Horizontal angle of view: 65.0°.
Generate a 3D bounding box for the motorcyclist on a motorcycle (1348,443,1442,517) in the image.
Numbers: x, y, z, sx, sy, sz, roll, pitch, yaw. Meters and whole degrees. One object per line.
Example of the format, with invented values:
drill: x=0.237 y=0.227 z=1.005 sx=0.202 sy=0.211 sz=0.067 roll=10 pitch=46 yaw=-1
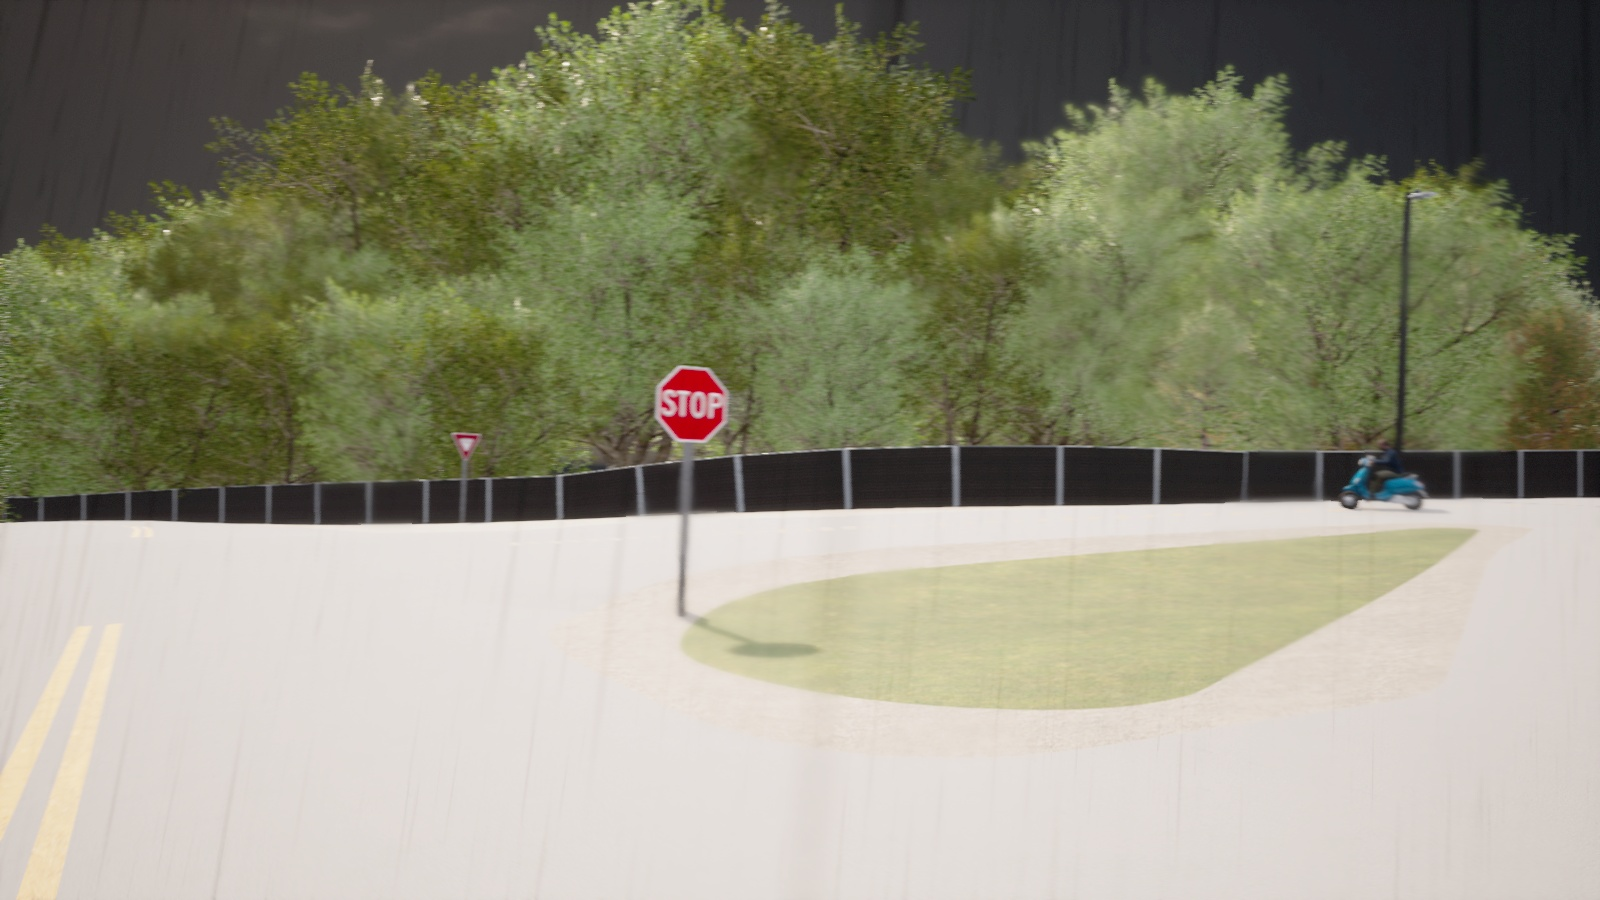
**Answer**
motorcyclist on a motorcycle: x=13.268 y=0.648 z=28.062 sx=1.817 sy=1.590 sz=0.866 roll=1 pitch=0 yaw=21
